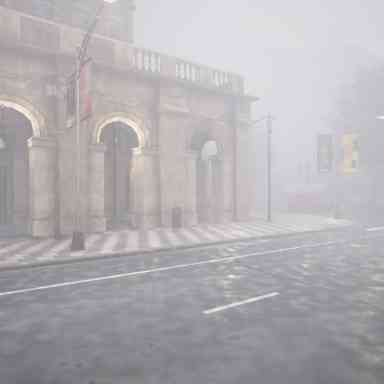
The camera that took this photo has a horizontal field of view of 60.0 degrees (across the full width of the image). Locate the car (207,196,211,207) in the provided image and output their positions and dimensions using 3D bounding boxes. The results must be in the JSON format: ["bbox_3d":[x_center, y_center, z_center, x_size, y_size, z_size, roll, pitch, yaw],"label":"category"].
[{"bbox_3d":[1.169,1.595,46.040,1.895,1.301,4.718,0,0,-36],"label":"car"}]

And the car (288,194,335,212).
[{"bbox_3d":[14.059,1.221,39.492,2.150,2.045,5.566,0,0,-36],"label":"car"}]

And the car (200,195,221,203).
[{"bbox_3d":[4.069,1.473,73.293,1.882,1.535,5.008,0,0,-36],"label":"car"}]

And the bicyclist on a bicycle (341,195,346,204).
[{"bbox_3d":[25.798,1.300,56.543,1.656,1.620,0.582,0,0,-36],"label":"bicyclist on a bicycle"}]
